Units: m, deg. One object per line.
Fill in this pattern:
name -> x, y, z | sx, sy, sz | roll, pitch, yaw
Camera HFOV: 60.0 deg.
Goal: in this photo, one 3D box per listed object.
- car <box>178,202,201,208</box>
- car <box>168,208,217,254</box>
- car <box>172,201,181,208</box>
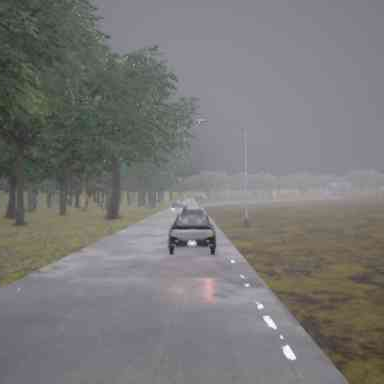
car -> 0.025, 1.828, 29.470 | 1.882, 1.535, 5.008 | 0, 0, 0
car -> 0.013, 1.649, 14.292 | 2.128, 1.511, 4.902 | 0, -1, 0
car -> -2.752, 2.373, 63.893 | 1.812, 1.442, 4.674 | 0, -1, 1
